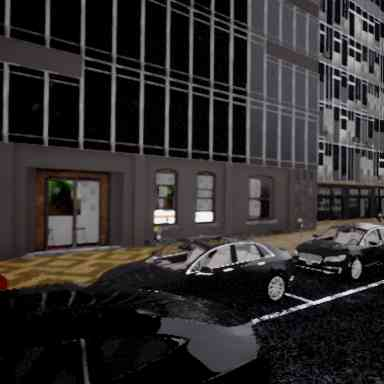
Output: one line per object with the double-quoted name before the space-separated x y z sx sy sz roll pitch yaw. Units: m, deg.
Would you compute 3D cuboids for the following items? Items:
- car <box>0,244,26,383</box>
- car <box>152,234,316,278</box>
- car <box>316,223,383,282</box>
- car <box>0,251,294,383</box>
"car" -4.374 1.529 3.434 4.507 1.381 1.887 1 0 -35
"car" 0.247 1.590 6.728 4.403 1.369 2.008 1 0 -35
"car" 4.869 1.645 10.022 4.403 1.369 2.008 1 0 -35
"car" -1.414 1.527 2.371 4.674 1.442 1.812 1 0 -35
